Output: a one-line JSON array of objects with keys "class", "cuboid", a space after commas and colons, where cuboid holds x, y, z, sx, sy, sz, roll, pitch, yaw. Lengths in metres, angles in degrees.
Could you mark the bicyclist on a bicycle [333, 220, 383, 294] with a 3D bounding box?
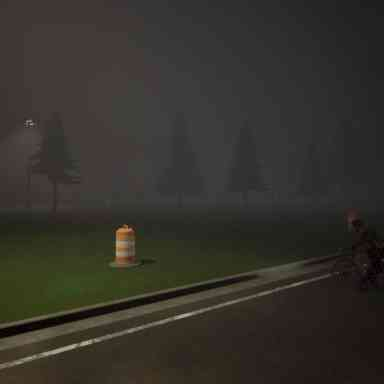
[{"class": "bicyclist on a bicycle", "cuboid": [3.924, 1.455, 7.487, 0.582, 1.620, 1.656, 0, -2, -37]}]
